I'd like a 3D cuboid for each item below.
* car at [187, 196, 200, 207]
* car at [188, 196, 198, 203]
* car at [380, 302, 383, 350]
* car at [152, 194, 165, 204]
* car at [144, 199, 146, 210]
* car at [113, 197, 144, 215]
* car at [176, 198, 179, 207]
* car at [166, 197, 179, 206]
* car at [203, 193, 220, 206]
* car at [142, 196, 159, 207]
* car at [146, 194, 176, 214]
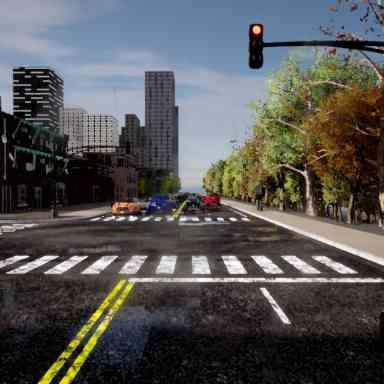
[{"bbox_3d":[0.209,1.583,50.572,1.895,1.301,4.718,0,0,0],"label":"car"},{"bbox_3d":[0.188,1.519,70.670,2.033,1.411,5.357,0,0,0],"label":"car"},{"bbox_3d":[3.357,1.491,2.396,2.128,1.511,4.902,0,0,0],"label":"car"},{"bbox_3d":[-6.404,1.328,64.540,2.097,1.767,4.553,0,0,1],"label":"car"},{"bbox_3d":[-6.492,1.587,42.722,1.895,1.301,4.718,0,0,0],"label":"car"},{"bbox_3d":[-6.550,1.342,33.736,2.097,1.767,4.553,0,0,1],"label":"car"},{"bbox_3d":[-3.232,1.336,45.576,2.097,1.767,4.553,0,0,0],"label":"car"},{"bbox_3d":[-3.216,1.581,54.917,1.895,1.301,4.718,0,0,0],"label":"car"},{"bbox_3d":[3.470,1.202,55.182,2.150,2.045,5.566,0,0,0],"label":"car"},{"bbox_3d":[-6.472,1.473,52.726,2.128,1.511,4.902,0,0,0],"label":"car"},{"bbox_3d":[-3.261,1.210,35.885,2.150,2.045,5.566,0,0,0],"label":"car"}]
